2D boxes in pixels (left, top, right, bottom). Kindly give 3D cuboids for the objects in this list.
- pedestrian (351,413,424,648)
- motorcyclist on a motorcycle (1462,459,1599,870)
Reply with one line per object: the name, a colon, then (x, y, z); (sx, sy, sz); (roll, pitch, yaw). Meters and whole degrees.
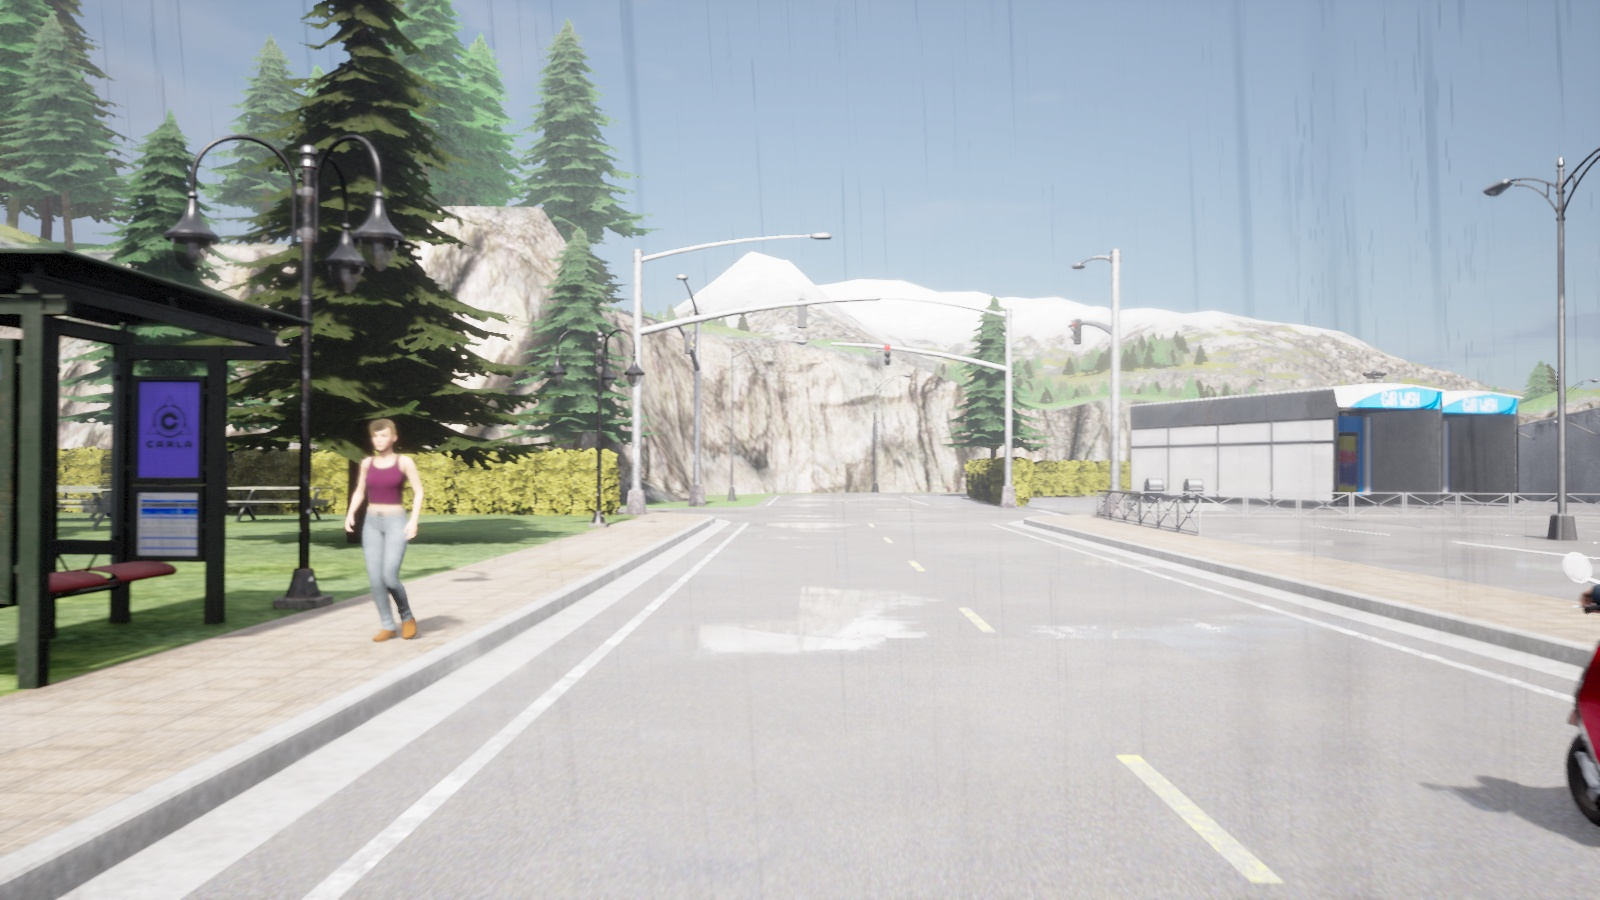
pedestrian: (-3.309, 0.632, 10.105); (0.345, 1.836, 0.594); (0, -1, 6)
motorcyclist on a motorcycle: (3.526, 0.829, 4.959); (0.866, 1.590, 1.817); (0, -1, 1)
